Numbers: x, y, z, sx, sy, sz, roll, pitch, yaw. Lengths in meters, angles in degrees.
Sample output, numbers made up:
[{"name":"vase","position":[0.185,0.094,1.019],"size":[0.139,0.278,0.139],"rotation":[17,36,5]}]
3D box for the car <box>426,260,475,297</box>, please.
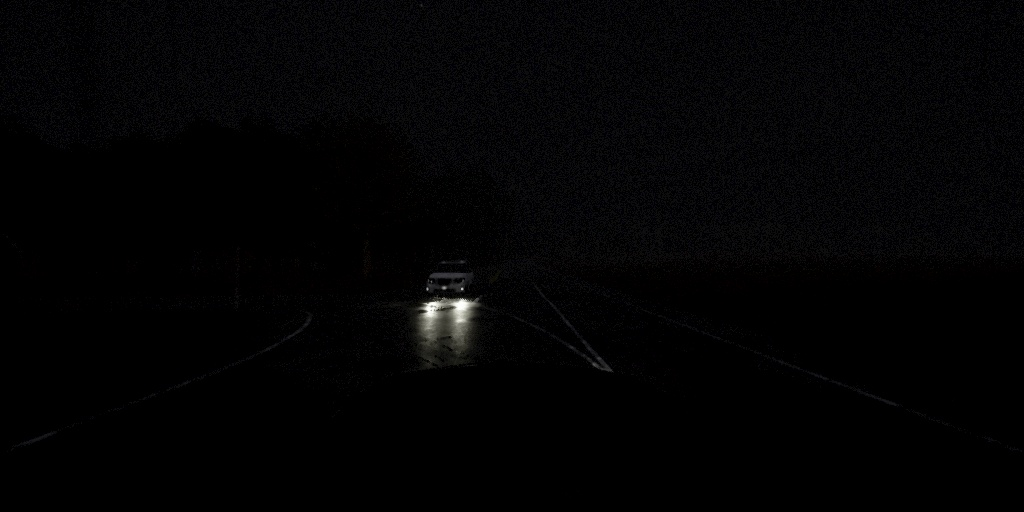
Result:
[{"name":"car","position":[-3.507,1.288,21.335],"size":[2.150,2.045,5.566],"rotation":[0,0,0]}]
